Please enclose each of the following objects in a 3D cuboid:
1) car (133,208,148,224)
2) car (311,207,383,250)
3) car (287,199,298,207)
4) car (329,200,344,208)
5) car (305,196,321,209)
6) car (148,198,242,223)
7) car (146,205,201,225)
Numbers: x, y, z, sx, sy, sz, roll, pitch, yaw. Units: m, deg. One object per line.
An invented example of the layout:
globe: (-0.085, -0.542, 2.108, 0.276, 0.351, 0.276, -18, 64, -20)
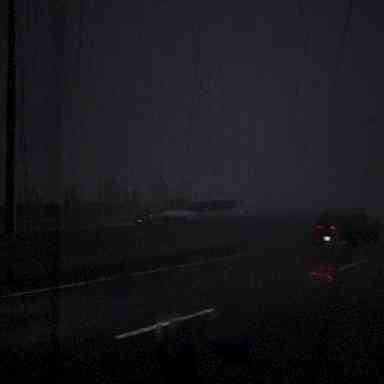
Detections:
car: (-1.186, 1.396, 21.852, 5.566, 2.045, 2.150, 1, -1, -45)
car: (7.169, 1.637, 15.174, 1.837, 1.490, 4.892, 0, 0, 45)
car: (18.854, 2.002, 62.240, 1.882, 1.535, 5.008, 0, 0, 19)
car: (22.599, 1.938, 51.969, 2.128, 1.511, 4.902, 0, 0, 22)
car: (20.345, 1.696, 55.829, 2.150, 2.045, 5.566, 0, 0, 20)
car: (0.546, 1.373, 18.641, 5.566, 2.045, 2.150, 1, -1, -44)
car: (-1.412, 1.777, 26.704, 1.994, 1.385, 4.181, 0, -1, 43)
